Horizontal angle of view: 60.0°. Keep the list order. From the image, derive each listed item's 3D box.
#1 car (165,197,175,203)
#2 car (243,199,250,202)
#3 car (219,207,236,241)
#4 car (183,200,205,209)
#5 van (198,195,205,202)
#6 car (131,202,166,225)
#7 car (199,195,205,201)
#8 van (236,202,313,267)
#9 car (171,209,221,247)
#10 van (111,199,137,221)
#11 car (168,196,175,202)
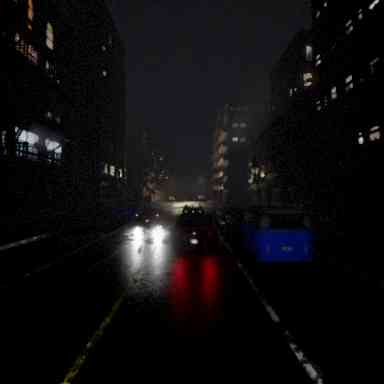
[{"bbox_3d":[-5.689,1.965,83.316,1.947,1.339,4.313,0,0,0],"label":"car"},{"bbox_3d":[13.465,1.928,70.995,5.009,1.841,2.192,1,-2,-1],"label":"car"},{"bbox_3d":[2.695,1.633,16.944,1.947,1.339,4.313,0,0,0],"label":"car"},{"bbox_3d":[0.097,1.726,30.586,1.895,1.301,4.718,0,0,0],"label":"car"},{"bbox_3d":[2.692,1.809,94.579,1.690,1.788,3.998,0,0,0],"label":"van"},{"bbox_3d":[-3.100,1.703,25.245,1.895,1.301,4.718,0,0,0],"label":"car"},{"bbox_3d":[2.691,1.978,88.947,1.887,1.381,4.507,0,0,0],"label":"car"},{"bbox_3d":[2.696,1.385,11.284,1.690,1.788,3.998,0,0,0],"label":"van"},{"bbox_3d":[0.097,1.661,15.317,1.895,1.301,4.718,0,0,0],"label":"car"},{"bbox_3d":[-5.686,1.456,28.268,1.690,1.788,3.998,0,0,0],"label":"van"},{"bbox_3d":[-5.689,1.991,94.408,1.752,1.417,4.829,0,0,0],"label":"car"}]
